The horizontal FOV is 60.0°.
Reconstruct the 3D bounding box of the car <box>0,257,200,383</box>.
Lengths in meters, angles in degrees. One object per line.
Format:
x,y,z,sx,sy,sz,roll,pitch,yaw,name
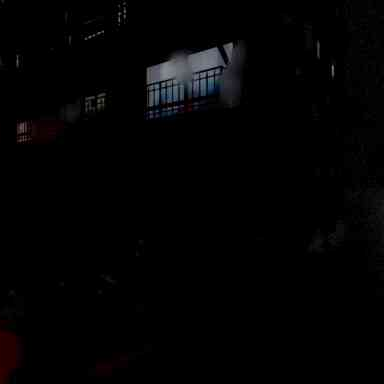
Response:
-2.023,1.545,4.316,4.507,1.381,1.887,0,0,35,car

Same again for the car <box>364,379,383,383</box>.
2.569,1.566,1.047,4.313,1.339,1.947,0,0,35,car
